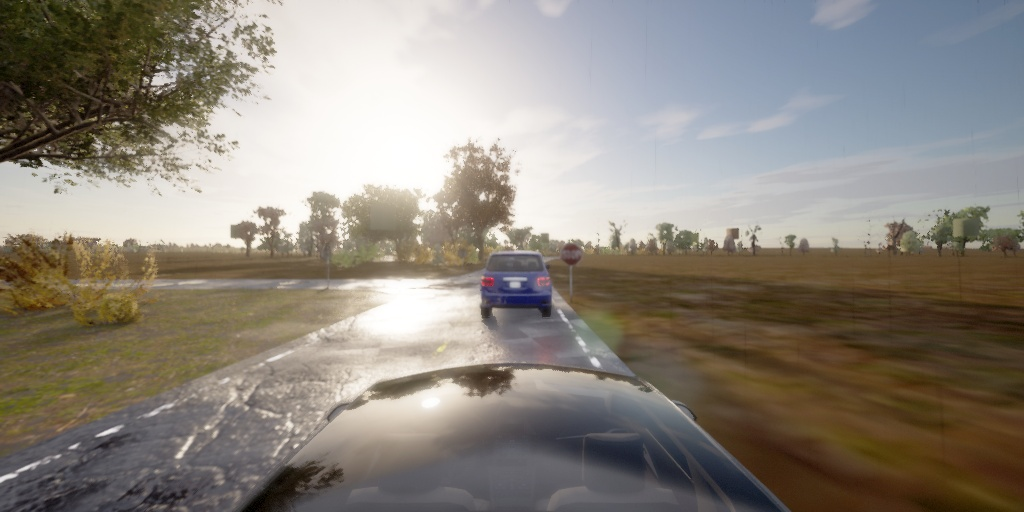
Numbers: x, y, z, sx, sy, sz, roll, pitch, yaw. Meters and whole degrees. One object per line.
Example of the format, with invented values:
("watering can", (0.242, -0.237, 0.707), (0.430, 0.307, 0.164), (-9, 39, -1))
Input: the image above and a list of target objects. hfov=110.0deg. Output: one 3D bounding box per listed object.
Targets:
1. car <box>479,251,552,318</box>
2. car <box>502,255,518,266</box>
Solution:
("car", (0.174, 0.843, 12.500), (2.150, 2.045, 5.566), (0, 1, 2))
("car", (-0.277, 0.647, 54.161), (1.812, 1.442, 4.674), (0, 1, 6))
